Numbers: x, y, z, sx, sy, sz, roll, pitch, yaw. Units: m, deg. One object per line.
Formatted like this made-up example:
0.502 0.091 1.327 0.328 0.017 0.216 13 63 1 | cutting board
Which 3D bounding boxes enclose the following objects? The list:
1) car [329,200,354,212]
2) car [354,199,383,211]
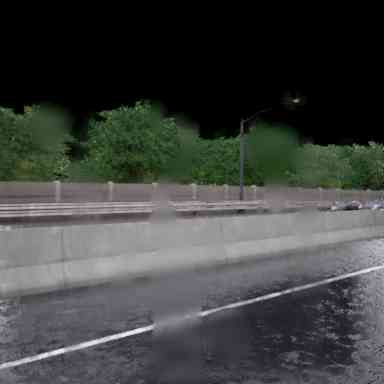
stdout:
17.578 1.714 38.009 4.902 1.511 2.128 1 -1 -35 | car
19.567 1.573 35.128 4.553 1.767 2.097 1 -1 -35 | car
